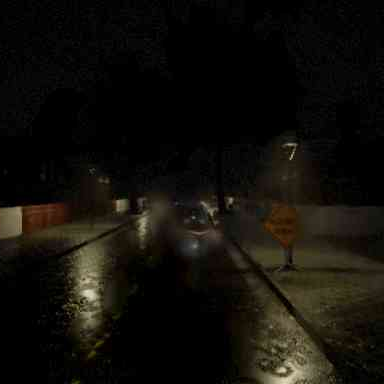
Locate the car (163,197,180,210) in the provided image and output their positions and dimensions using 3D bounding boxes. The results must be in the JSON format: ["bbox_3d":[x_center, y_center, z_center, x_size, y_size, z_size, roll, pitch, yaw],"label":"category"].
[{"bbox_3d":[-2.782,1.539,45.517,2.097,1.767,4.553,0,0,0],"label":"car"}]

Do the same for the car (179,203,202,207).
[{"bbox_3d":[0.115,1.709,28.769,1.895,1.301,4.718,0,0,0],"label":"car"}]

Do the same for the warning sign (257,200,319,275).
[{"bbox_3d":[2.515,1.147,8.889,1.300,1.860,1.060,-1,-1,0],"label":"warning sign"}]

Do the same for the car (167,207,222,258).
[{"bbox_3d":[0.090,1.538,12.952,2.128,1.511,4.902,0,0,0],"label":"car"}]
